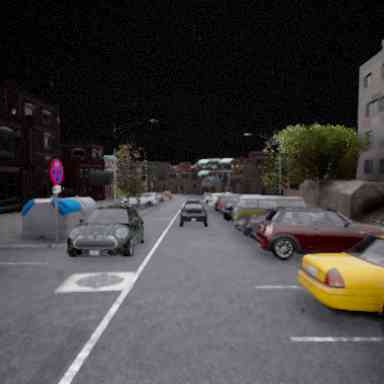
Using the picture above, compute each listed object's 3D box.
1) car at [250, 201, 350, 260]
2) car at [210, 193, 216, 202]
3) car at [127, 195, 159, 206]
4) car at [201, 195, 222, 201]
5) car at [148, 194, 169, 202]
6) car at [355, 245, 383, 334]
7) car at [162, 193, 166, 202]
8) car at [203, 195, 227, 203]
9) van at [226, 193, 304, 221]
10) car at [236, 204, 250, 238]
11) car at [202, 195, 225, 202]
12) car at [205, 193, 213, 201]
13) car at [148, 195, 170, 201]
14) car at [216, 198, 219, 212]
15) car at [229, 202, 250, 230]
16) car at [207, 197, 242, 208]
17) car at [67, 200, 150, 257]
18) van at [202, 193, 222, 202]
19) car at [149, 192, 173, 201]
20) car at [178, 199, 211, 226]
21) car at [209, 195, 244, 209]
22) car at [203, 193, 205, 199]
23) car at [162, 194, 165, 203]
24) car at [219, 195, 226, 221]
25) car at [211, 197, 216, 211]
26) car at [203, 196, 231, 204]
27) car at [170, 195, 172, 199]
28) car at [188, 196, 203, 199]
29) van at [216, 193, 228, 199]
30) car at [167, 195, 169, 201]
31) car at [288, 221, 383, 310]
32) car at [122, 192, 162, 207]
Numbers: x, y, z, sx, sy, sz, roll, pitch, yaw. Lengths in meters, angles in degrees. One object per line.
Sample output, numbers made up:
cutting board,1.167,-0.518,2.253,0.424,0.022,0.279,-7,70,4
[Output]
car,4.623,1.347,11.900,4.553,1.767,2.185,0,0,0
car,4.635,1.332,37.041,4.553,1.767,2.185,0,0,0
car,-7.626,1.323,52.084,4.553,1.767,2.185,0,0,0
car,4.678,1.400,78.959,4.892,1.521,2.231,0,1,0
car,-7.617,1.304,75.719,4.553,1.767,2.185,0,0,0
car,4.680,1.507,3.519,4.792,1.488,2.163,0,0,0
car,-7.683,1.472,61.024,4.792,1.488,2.163,0,0,0
car,4.673,1.440,67.896,4.892,1.521,2.231,0,0,0
van,4.542,1.242,20.279,4.442,1.987,1.878,0,0,0
car,4.651,1.472,14.692,4.892,1.521,2.231,0,0,0
car,4.688,1.436,73.356,4.892,1.521,2.231,0,0,0
car,4.695,1.204,39.836,5.566,2.045,2.435,0,0,0
car,-7.652,1.405,78.550,5.008,1.535,2.097,0,1,0
car,4.660,1.503,28.660,4.674,1.452,2.002,0,0,0
car,4.664,1.470,17.486,4.892,1.521,2.231,0,0,0
car,4.640,1.480,48.218,4.792,1.488,2.163,0,0,0
car,-3.091,1.344,12.805,2.097,1.767,4.553,0,0,0
van,4.566,1.202,76.149,4.442,1.987,1.878,0,1,0
car,-7.617,1.104,81.491,5.566,2.045,2.435,0,1,0
car,0.110,1.492,23.475,1.837,1.490,4.892,0,0,0
car,4.701,1.327,45.422,4.553,1.767,2.185,0,0,0
car,4.647,1.193,59.390,5.566,2.045,2.435,0,0,0
car,-7.652,1.485,58.085,4.674,1.452,2.002,0,0,0
car,4.692,1.339,25.868,4.553,1.767,2.185,0,0,0
car,4.693,1.489,34.250,4.792,1.488,2.163,0,0,0
car,4.671,1.442,62.185,5.008,1.535,2.097,0,0,0
car,-7.464,1.433,72.778,5.366,1.575,1.946,0,0,0
car,0.116,1.478,41.950,1.837,1.490,4.892,0,0,0
van,4.780,1.235,31.454,4.442,1.987,1.878,0,0,0
car,-7.657,1.440,66.775,4.892,1.521,2.231,0,0,0
car,4.838,1.473,6.311,5.366,1.575,1.946,0,0,0
car,-7.687,1.199,49.271,5.566,2.045,2.435,0,0,0
